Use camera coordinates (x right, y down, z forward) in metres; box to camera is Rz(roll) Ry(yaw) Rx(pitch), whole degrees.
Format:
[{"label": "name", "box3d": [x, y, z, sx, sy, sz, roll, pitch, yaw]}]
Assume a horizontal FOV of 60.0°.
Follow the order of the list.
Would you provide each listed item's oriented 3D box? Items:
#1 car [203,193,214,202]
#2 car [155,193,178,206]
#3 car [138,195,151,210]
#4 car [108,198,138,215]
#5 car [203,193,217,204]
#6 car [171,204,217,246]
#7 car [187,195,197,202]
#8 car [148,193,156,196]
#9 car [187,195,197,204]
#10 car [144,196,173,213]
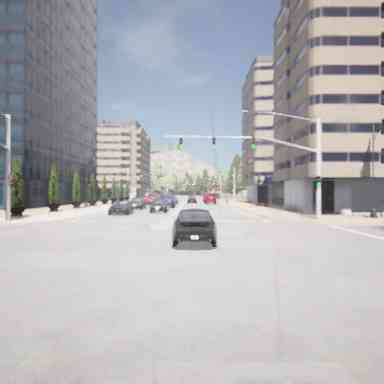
[{"label": "car", "box3d": [3.523, 1.140, 73.673, 2.150, 2.045, 5.566, 0, 0, 0]}, {"label": "car", "box3d": [-3.536, 1.222, 47.567, 2.150, 2.045, 5.566, 0, 1, 1]}, {"label": "car", "box3d": [-7.065, 1.497, 43.092, 2.128, 1.511, 4.902, 0, 0, 0]}, {"label": "car", "box3d": [-7.075, 1.568, 33.510, 1.994, 1.385, 4.181, 0, 0, 0]}, {"label": "car", "box3d": [3.520, 1.228, 63.418, 2.150, 2.045, 5.566, 0, 0, 0]}, {"label": "car", "box3d": [0.106, 1.507, 15.321, 1.837, 1.490, 4.892, 0, 0, 0]}, {"label": "car", "box3d": [0.023, 1.440, 73.645, 2.128, 1.511, 4.902, 0, 0, 0]}, {"label": "car", "box3d": [-6.999, 1.228, 59.872, 2.150, 2.045, 5.566, 0, 0, 0]}, {"label": "car", "box3d": [0.020, 1.533, 64.526, 1.812, 1.442, 4.674, 0, 0, 0]}, {"label": "car", "box3d": [-3.564, 1.496, 36.711, 2.128, 1.511, 4.902, 0, 0, 0]}]
